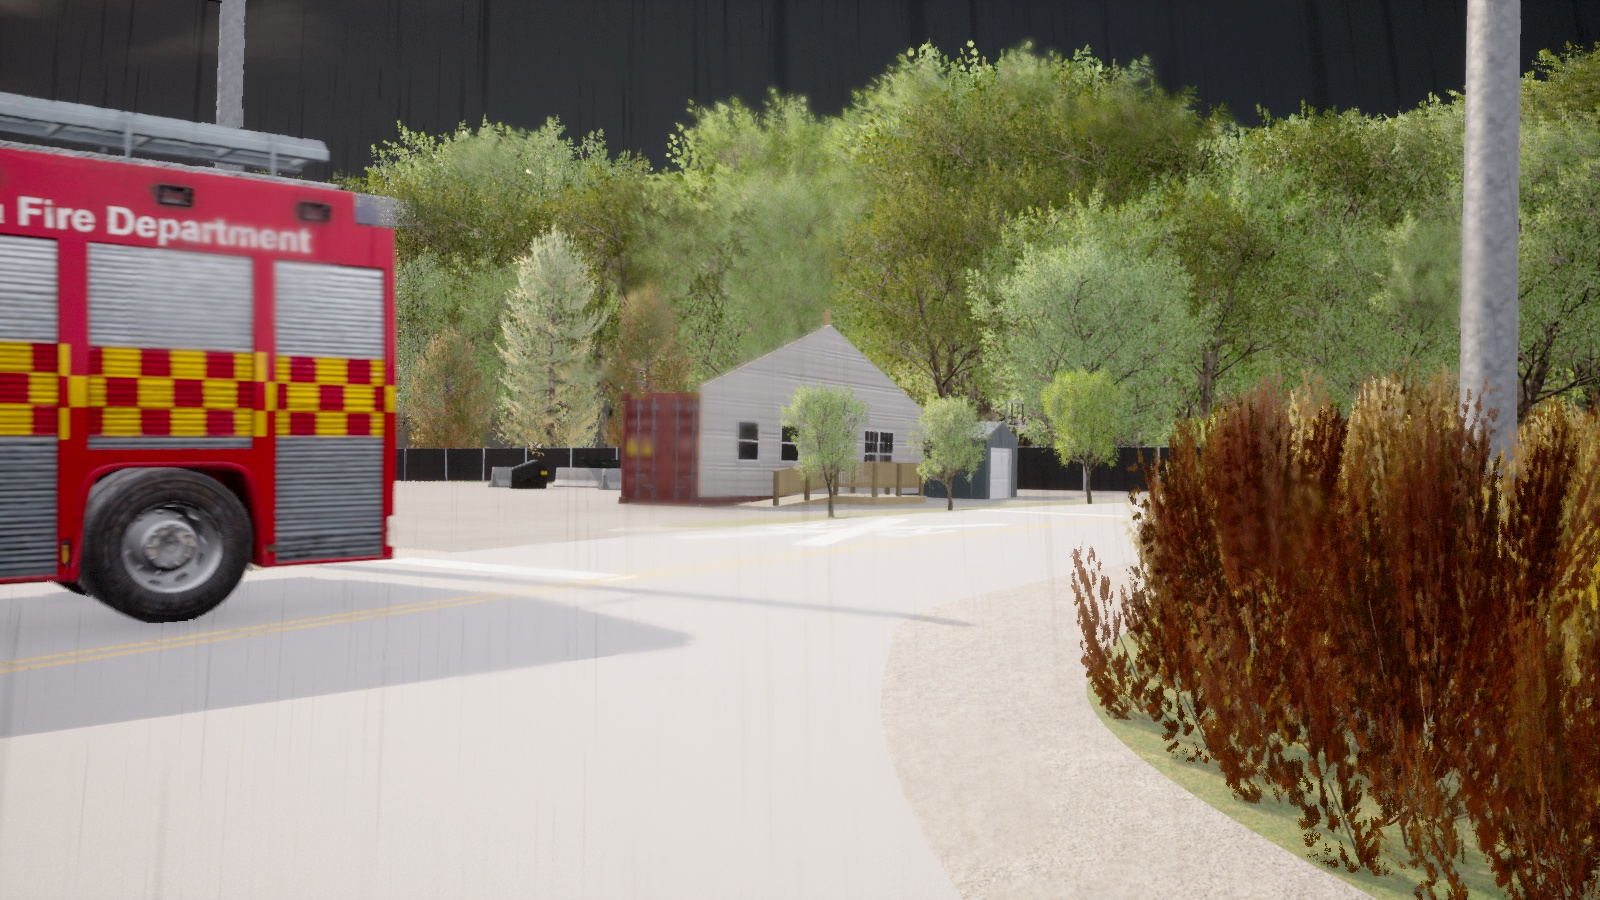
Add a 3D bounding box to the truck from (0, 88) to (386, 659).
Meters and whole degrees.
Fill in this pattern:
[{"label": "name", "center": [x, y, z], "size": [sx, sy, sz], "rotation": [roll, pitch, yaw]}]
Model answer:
[{"label": "truck", "center": [-7.518, -0.504, 8.489], "size": [8.468, 3.827, 2.891], "rotation": [-1, 2, -41]}]
